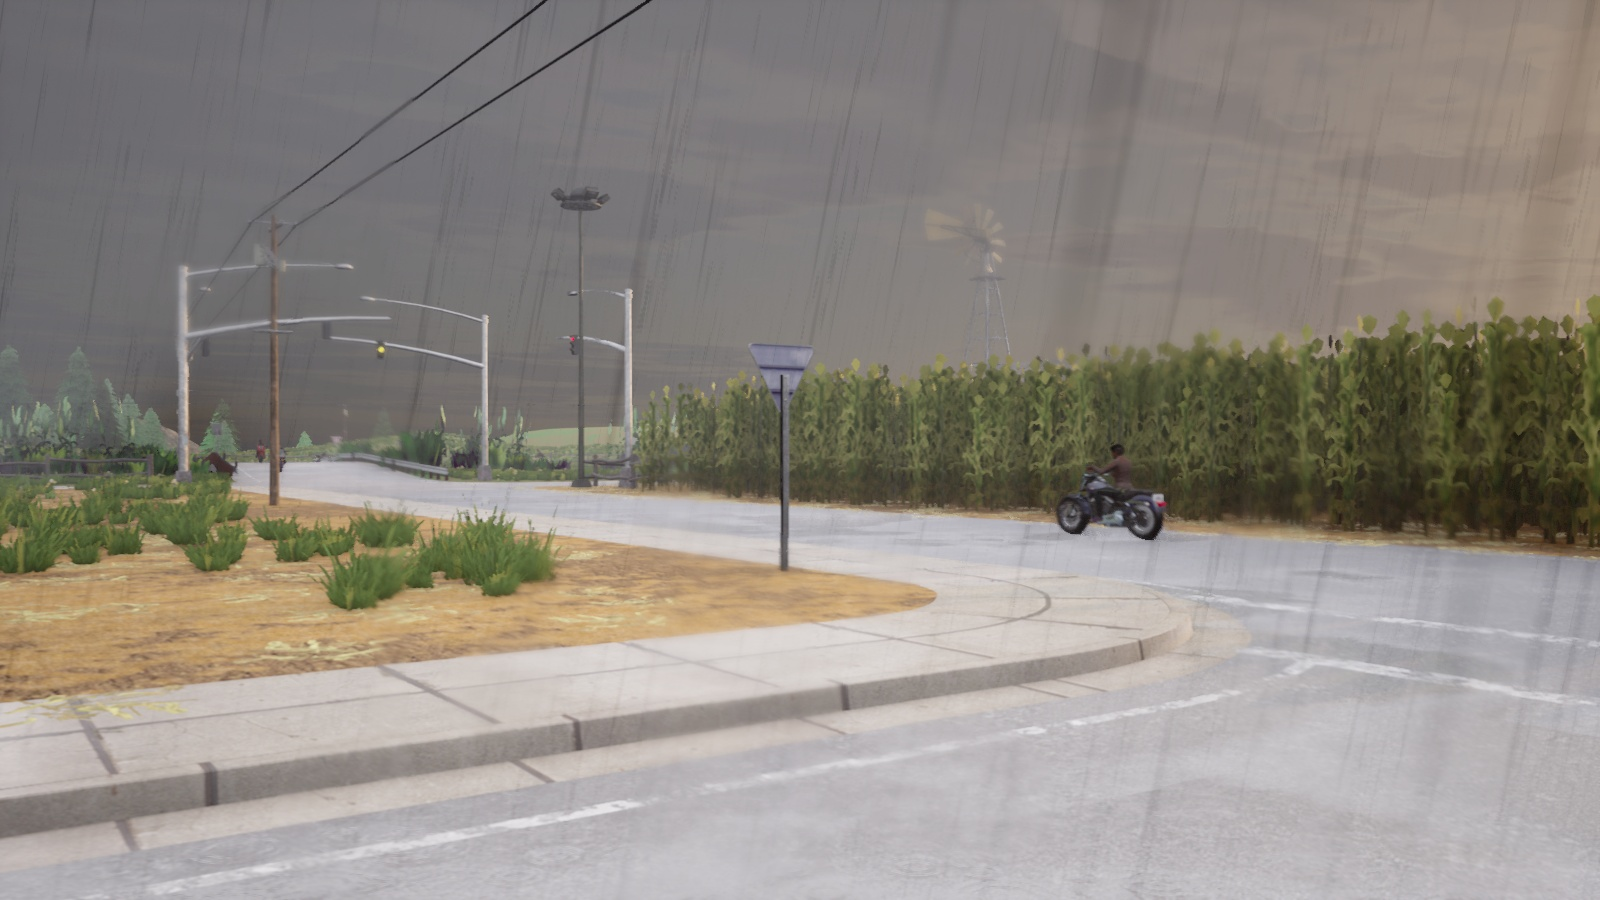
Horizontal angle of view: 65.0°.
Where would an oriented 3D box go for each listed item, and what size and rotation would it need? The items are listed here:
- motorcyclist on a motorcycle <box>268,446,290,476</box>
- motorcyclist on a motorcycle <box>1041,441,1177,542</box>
[{"bbox_3d":[-28.487,0.590,68.662,0.866,1.530,2.191,0,3,-28],"label":"motorcyclist on a motorcycle"},{"bbox_3d":[5.281,0.686,21.645,0.766,1.649,2.350,0,0,-34],"label":"motorcyclist on a motorcycle"}]
